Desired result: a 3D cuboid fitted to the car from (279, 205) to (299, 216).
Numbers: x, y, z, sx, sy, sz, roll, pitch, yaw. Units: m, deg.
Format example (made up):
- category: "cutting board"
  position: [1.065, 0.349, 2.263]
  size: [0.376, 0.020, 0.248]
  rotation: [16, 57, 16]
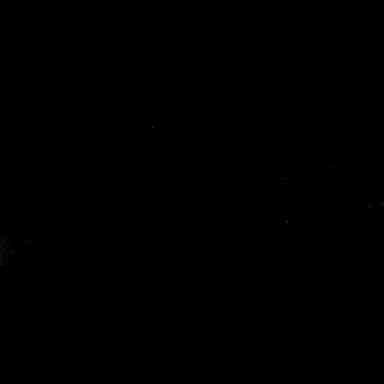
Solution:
- category: "car"
  position: [14.491, 2.693, 49.590]
  size: [2.128, 1.511, 4.902]
  rotation: [1, -1, 35]
